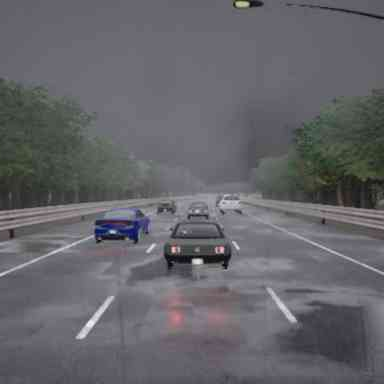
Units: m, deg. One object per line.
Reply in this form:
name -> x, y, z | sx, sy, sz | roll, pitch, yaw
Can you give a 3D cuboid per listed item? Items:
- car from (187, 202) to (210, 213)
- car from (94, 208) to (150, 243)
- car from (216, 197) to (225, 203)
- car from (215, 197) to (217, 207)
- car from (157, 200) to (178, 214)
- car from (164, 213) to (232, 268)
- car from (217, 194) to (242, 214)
car -> 0.559, 1.615, 29.195 | 2.033, 1.411, 5.357 | 0, 0, 2
car -> -3.242, 1.500, 16.238 | 1.882, 1.535, 5.008 | 0, 0, 1
car -> 6.688, 1.934, 78.669 | 2.033, 1.411, 5.357 | 0, 0, 5
car -> 5.187, 1.463, 56.957 | 2.150, 2.045, 5.566 | 0, 0, 3
car -> -2.687, 1.606, 36.583 | 1.837, 1.490, 4.892 | 0, 0, 2
car -> 0.184, 1.615, 11.306 | 1.895, 1.301, 4.718 | 0, 0, 1
car -> 4.229, 1.329, 37.105 | 2.150, 2.045, 5.566 | 0, 0, 2
